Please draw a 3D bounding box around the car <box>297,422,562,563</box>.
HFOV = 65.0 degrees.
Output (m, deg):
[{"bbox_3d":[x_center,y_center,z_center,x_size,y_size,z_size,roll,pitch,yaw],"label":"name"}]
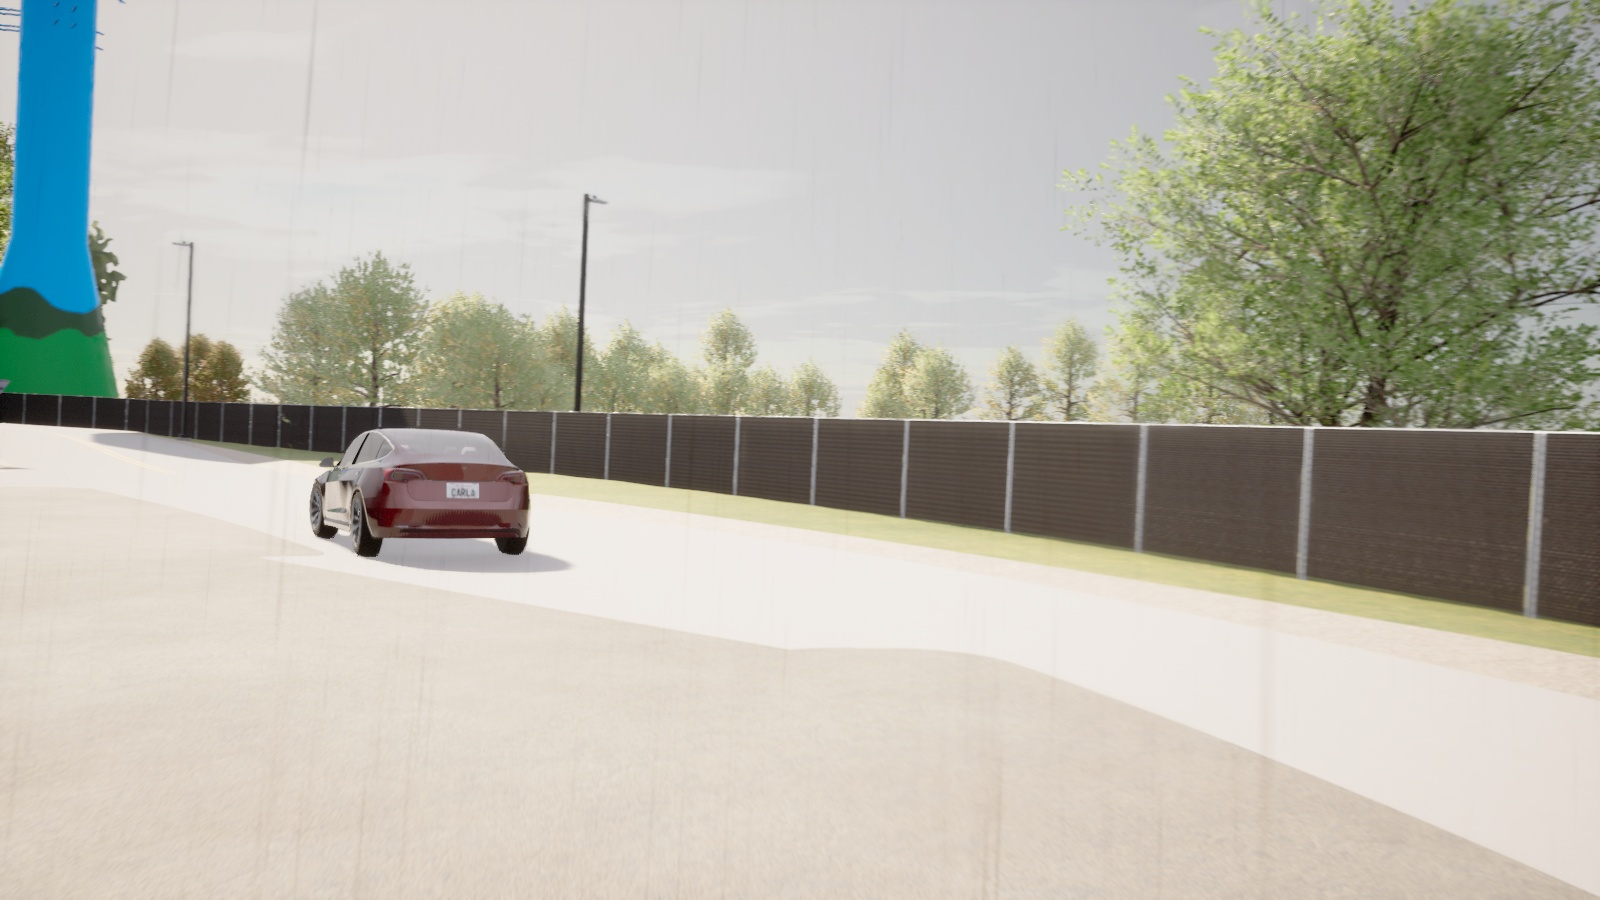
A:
[{"bbox_3d":[-4.864,0.468,15.929,2.163,1.488,4.792,2,-1,-29],"label":"car"}]
